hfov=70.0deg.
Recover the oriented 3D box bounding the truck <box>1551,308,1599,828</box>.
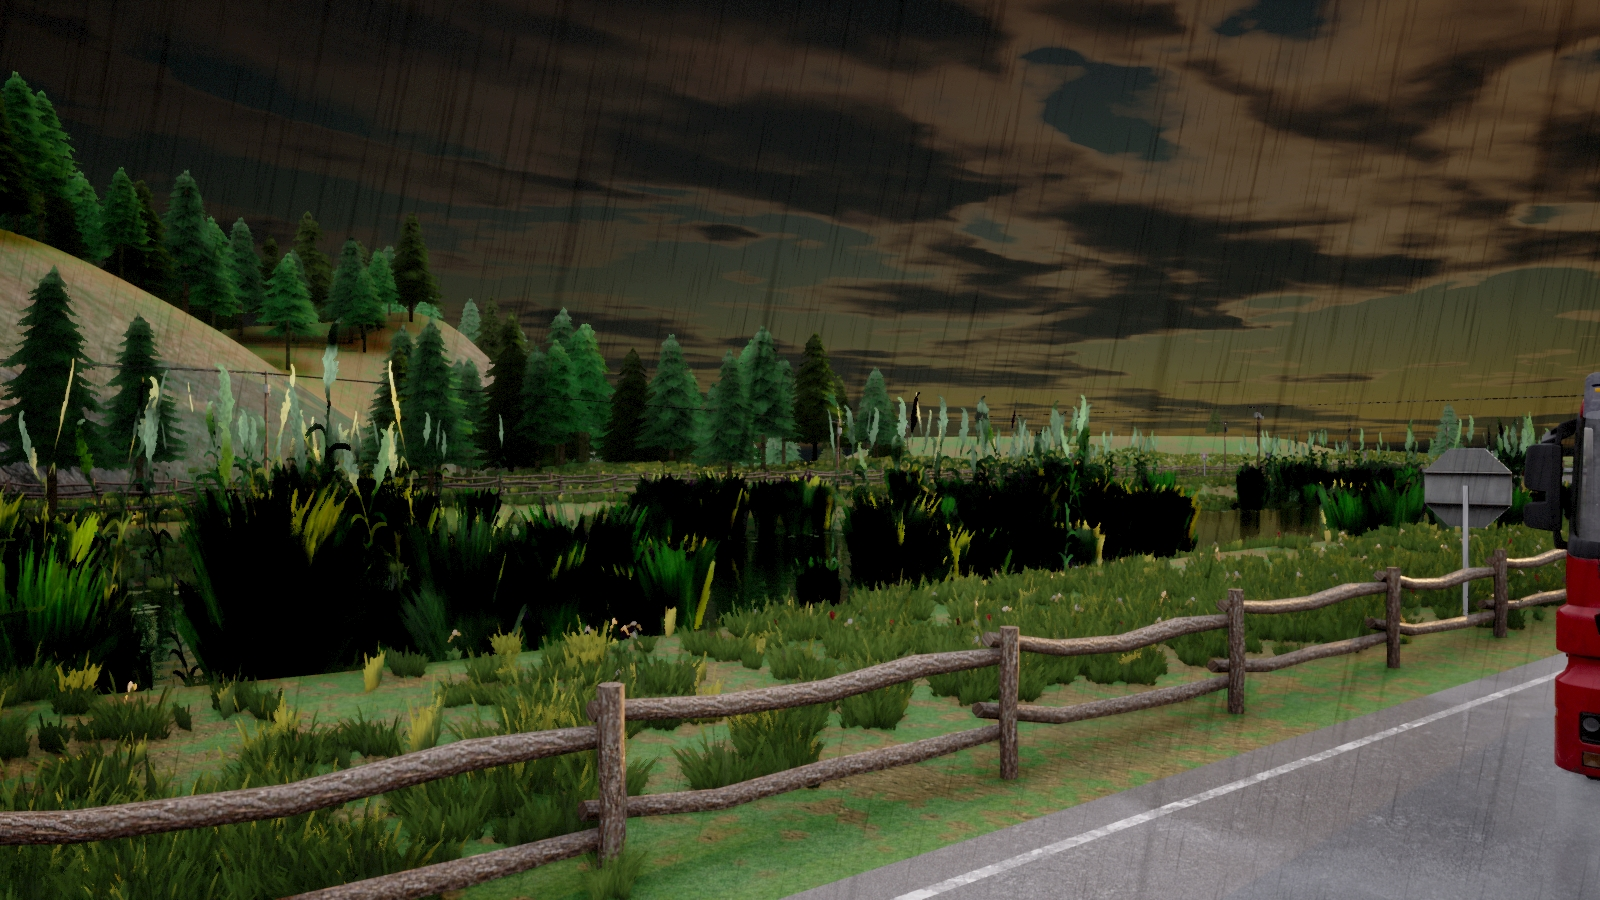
[{"bbox_3d":[9.479,0.862,10.936,2.891,3.827,8.468,0,0,40],"label":"truck"}]

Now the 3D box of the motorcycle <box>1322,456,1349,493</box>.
[{"bbox_3d":[34.905,1.577,74.485,2.033,2.348,0.803,0,0,-39],"label":"motorcycle"}]
